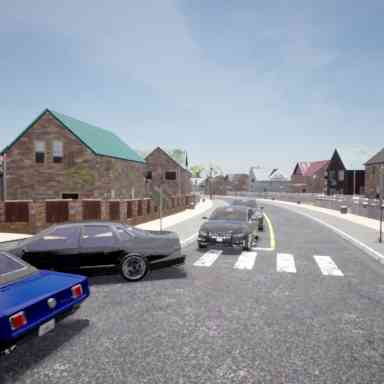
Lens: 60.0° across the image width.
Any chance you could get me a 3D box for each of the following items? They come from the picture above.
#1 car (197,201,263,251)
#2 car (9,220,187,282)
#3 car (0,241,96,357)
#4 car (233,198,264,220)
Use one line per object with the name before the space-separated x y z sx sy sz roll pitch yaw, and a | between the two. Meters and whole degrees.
car | 1.624 1.338 13.500 1.837 1.490 4.892 1 1 17
car | -2.865 1.436 8.370 5.357 1.411 2.033 -1 1 -13
car | -4.154 1.578 5.190 4.718 1.301 1.895 0 1 15
car | 3.048 1.143 19.225 2.097 1.767 4.553 1 1 11
